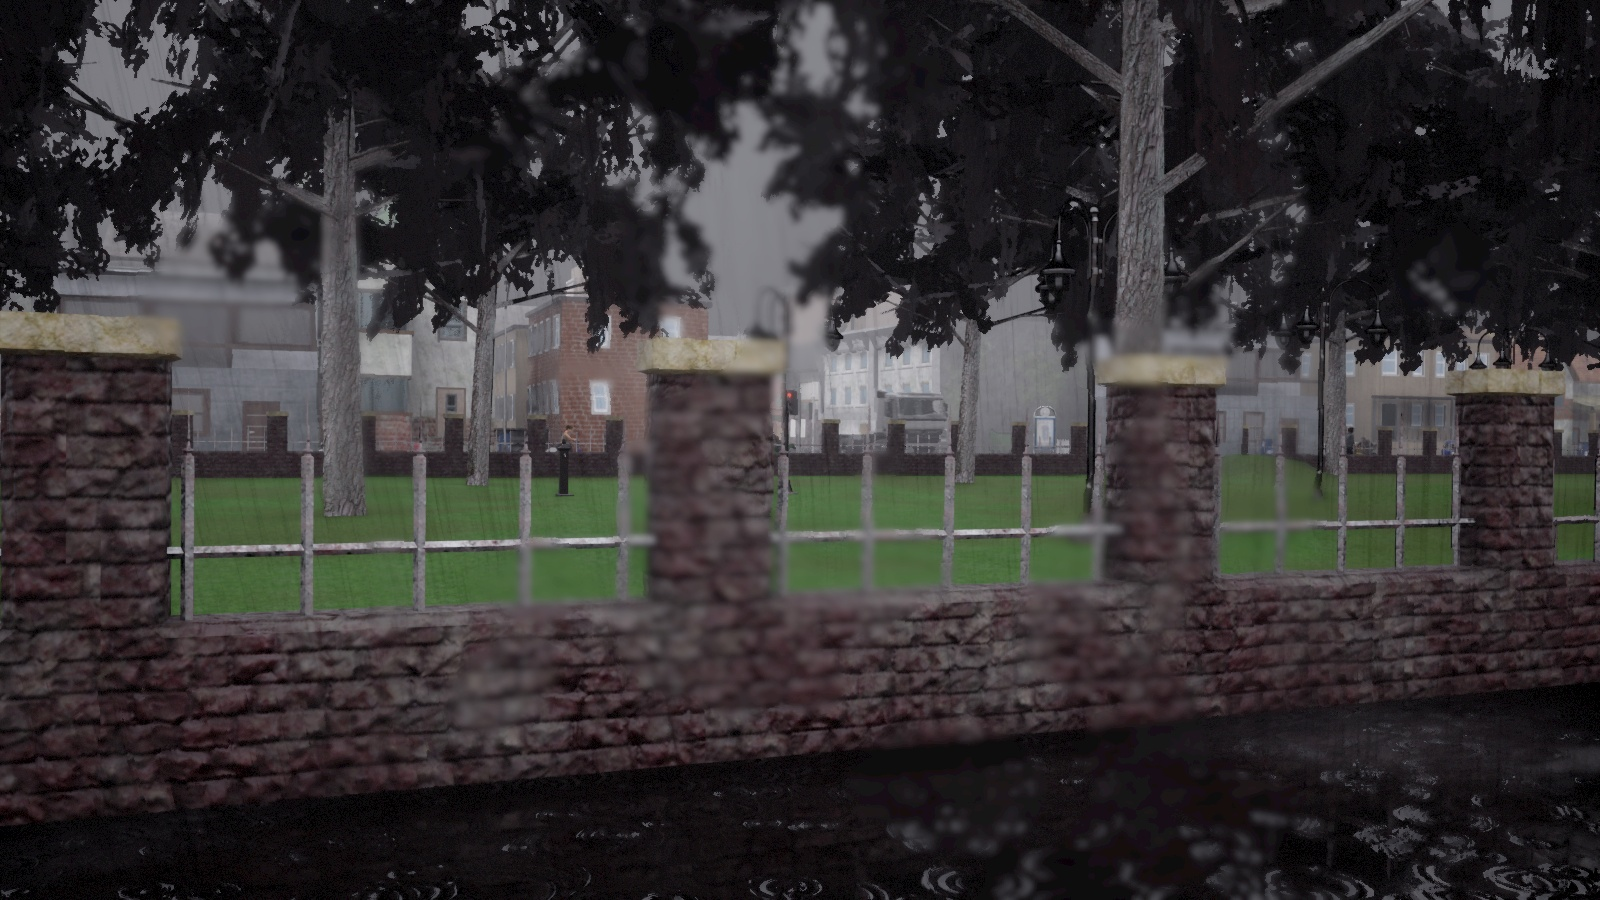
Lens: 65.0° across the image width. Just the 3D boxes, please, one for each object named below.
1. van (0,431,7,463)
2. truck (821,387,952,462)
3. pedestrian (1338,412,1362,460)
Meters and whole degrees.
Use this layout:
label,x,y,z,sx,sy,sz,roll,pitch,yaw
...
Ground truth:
label,x,y,z,sx,sy,sz,roll,pitch,yaw
van,-50.693,-0.168,77.829,1.775,1.987,4.442,-1,1,-21
truck,4.141,-1.240,62.184,2.891,3.462,7.936,-1,1,-26
pedestrian,22.407,-0.567,51.167,0.788,1.949,0.423,-1,1,-21
